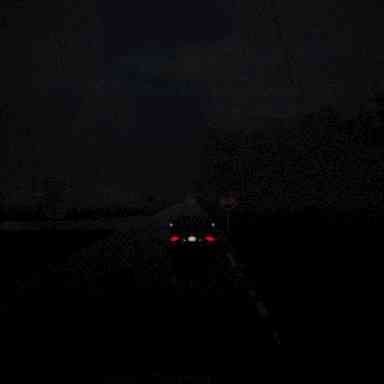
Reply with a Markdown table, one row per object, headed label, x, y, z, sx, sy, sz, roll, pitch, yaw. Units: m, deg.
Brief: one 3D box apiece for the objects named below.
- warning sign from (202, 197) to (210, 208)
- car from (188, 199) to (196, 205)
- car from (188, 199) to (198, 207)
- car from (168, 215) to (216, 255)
| label | x | y | z | sx | sy | sz | roll | pitch | yaw |
| --- | --- | --- | --- | --- | --- | --- | --- | --- | --- |
| warning sign | 2.505 | 1.910 | 58.871 | 1.300 | 1.860 | 1.060 | 3 | 2 | 0 |
| car | 0.018 | 2.617 | 85.595 | 1.882 | 1.535 | 5.008 | 0 | -1 | 0 |
| car | 0.016 | 2.622 | 73.935 | 1.895 | 1.301 | 4.718 | 0 | -1 | 0 |
| car | 0.005 | 1.693 | 13.975 | 2.033 | 1.411 | 5.357 | 0 | -1 | 0 |
